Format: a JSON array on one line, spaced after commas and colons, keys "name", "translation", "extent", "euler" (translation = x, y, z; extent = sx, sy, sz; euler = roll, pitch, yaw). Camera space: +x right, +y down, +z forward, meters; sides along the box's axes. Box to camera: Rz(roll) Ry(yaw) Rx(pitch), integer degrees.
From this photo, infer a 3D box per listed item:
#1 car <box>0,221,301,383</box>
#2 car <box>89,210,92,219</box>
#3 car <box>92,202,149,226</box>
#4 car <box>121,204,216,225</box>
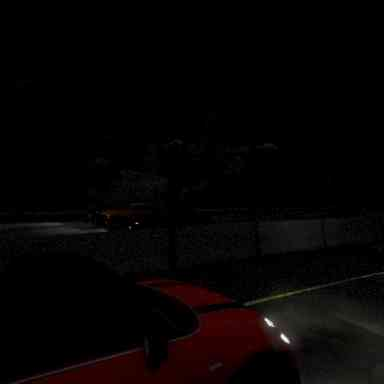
[{"name": "car", "translation": [-1.162, 1.348, 2.812], "extent": [4.553, 1.767, 2.097], "euler": [0, 0, -35]}, {"name": "car", "translation": [-5.318, 1.482, 25.405], "extent": [4.902, 1.511, 2.128], "euler": [0, 0, -32]}, {"name": "car", "translation": [-3.729, 1.473, 22.269], "extent": [5.008, 1.535, 1.882], "euler": [1, 0, -32]}, {"name": "car", "translation": [-1.150, 1.596, 19.761], "extent": [5.357, 1.411, 2.033], "euler": [0, 0, -31]}]
